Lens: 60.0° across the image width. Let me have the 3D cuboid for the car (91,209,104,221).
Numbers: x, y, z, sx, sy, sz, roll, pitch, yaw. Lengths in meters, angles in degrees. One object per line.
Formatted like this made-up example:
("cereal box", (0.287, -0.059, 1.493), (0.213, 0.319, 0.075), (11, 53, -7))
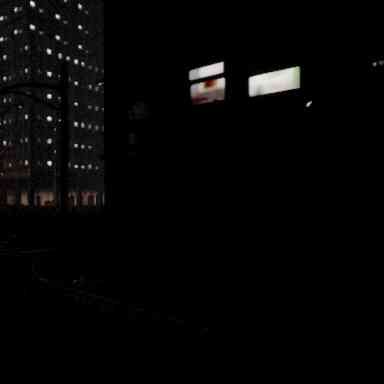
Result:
("car", (-6.413, 1.743, 27.982), (2.008, 1.369, 4.403), (-1, -1, 35))

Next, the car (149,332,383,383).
("car", (1.510, 1.568, 1.807), (4.313, 1.339, 1.947), (0, 0, 36))
